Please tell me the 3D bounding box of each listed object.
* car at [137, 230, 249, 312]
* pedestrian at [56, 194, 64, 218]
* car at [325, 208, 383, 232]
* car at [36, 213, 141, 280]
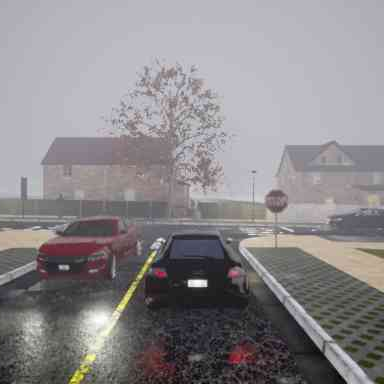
[{"bbox_3d":[0.075,1.565,7.813,1.994,1.385,4.181,0,0,-1],"label":"car"},{"bbox_3d":[-9.742,1.021,24.640,0.375,1.860,0.375,0,-2,0],"label":"pedestrian"},{"bbox_3d":[11.372,1.806,21.893,4.902,1.511,2.128,1,0,0],"label":"car"},{"bbox_3d":[-2.854,1.479,10.202,1.882,1.535,5.008,-1,0,3],"label":"car"}]
